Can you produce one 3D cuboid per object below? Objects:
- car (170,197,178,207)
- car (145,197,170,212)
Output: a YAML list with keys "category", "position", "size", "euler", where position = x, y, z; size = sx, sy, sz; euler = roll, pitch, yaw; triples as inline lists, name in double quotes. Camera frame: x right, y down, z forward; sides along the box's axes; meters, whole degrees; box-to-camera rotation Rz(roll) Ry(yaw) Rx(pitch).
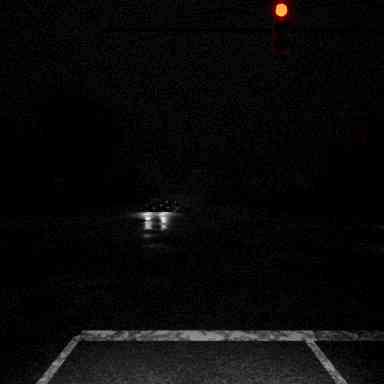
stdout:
- category: "car"
  position: [-3.500, 1.717, 58.687]
  size: [2.097, 1.767, 4.553]
  euler: [0, -2, 0]
- category: "car"
  position: [-3.499, 1.229, 33.013]
  size: [1.812, 1.442, 4.674]
  euler: [0, 0, 0]
